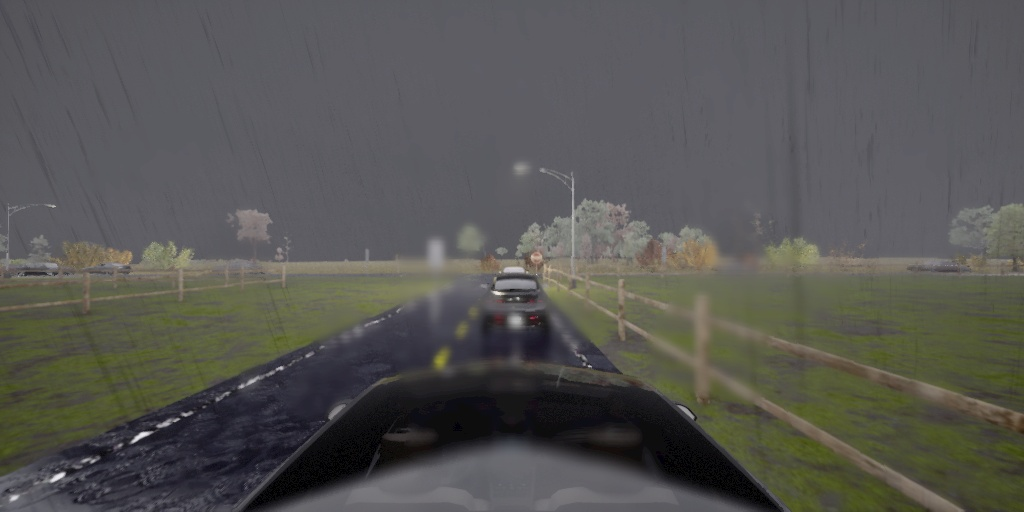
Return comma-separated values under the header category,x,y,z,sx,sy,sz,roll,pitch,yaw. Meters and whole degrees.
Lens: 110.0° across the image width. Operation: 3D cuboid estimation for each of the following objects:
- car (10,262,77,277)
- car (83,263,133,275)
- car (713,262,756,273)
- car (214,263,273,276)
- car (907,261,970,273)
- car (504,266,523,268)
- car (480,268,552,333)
category,x,y,z,sx,sy,sz,roll,pitch,yaw
car,-50.469,1.456,38.946,5.008,1.535,1.882,-1,0,1
car,-46.957,1.497,41.727,4.674,1.442,1.812,0,0,1
car,25.467,1.338,41.139,4.181,1.385,1.994,0,0,1
car,-28.934,1.458,38.668,5.357,1.411,2.033,0,0,0
car,48.518,1.301,40.845,5.357,1.411,2.033,0,0,1
car,0.118,1.347,23.778,2.033,1.411,5.357,0,0,0
car,0.106,1.276,10.833,1.837,1.490,4.892,0,0,0
